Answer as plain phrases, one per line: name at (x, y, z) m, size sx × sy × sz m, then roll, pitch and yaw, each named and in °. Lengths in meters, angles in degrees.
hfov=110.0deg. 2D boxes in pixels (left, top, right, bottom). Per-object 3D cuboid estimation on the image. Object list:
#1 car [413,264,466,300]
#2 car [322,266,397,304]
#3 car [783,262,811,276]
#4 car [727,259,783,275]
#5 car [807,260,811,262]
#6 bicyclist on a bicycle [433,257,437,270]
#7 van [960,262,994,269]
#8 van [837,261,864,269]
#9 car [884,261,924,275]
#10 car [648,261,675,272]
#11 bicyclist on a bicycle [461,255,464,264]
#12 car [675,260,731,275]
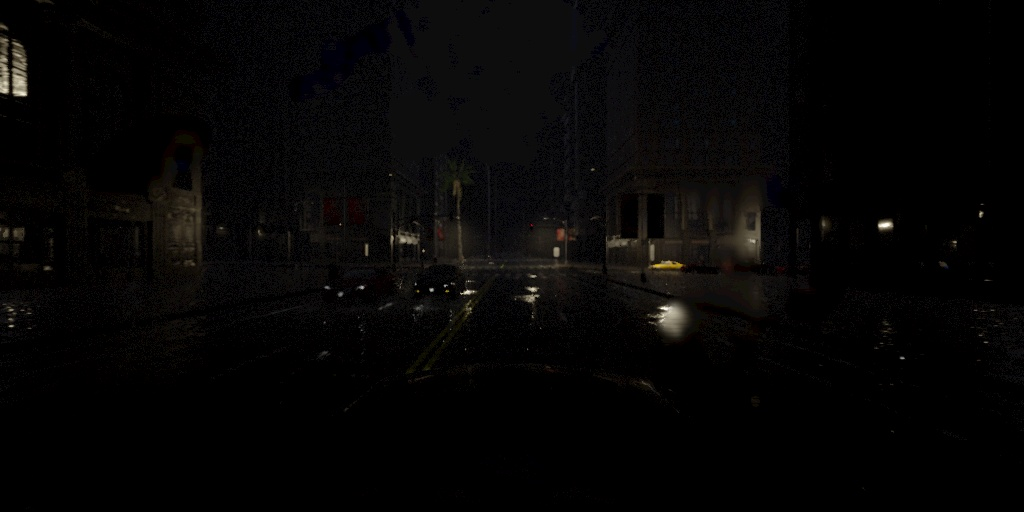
car at (-3.342, 1.173, 17.339) m, size 1.837 × 1.490 × 4.892 m, roll 0°, pitch 0°, yaw 0°
car at (-6.600, 1.199, 16.133) m, size 1.812 × 1.442 × 4.674 m, roll 0°, pitch 0°, yaw 0°
car at (30.896, 1.547, 38.918) m, size 4.207 × 1.307 × 1.802 m, roll 0°, pitch 0°, yaw 0°
car at (25.809, 1.211, 38.935) m, size 5.009 × 1.841 × 2.192 m, roll 0°, pitch 0°, yaw 0°
car at (40.295, 1.386, 47.438) m, size 5.009 × 1.841 × 2.192 m, roll 0°, pitch 0°, yaw 0°
bicyclist on a bicycle at (-8.746, 0.896, 40.743) m, size 0.582 × 1.620 × 1.656 m, roll 0°, pitch 0°, yaw 0°
van at (51.245, 1.578, 38.851) m, size 3.998 × 1.789 × 1.690 m, roll 0°, pitch 0°, yaw 0°
van at (35.984, 1.374, 38.902) m, size 3.998 × 1.789 × 1.690 m, roll 0°, pitch 0°, yaw 0°
car at (41.071, 1.416, 38.885) m, size 5.009 × 1.841 × 2.192 m, roll 0°, pitch 0°, yaw 0°
car at (20.582, 1.333, 47.480) m, size 4.829 × 1.417 × 1.751 m, roll 0°, pitch 0°, yaw 0°
bicyclist on a bicycle at (-8.749, 0.760, 63.185) m, size 0.659 × 1.776 × 1.843 m, roll 0°, pitch 0°, yaw 0°
car at (20.722, 1.373, 38.952) m, size 4.507 × 1.381 × 1.888 m, roll 0°, pitch 0°, yaw 0°
